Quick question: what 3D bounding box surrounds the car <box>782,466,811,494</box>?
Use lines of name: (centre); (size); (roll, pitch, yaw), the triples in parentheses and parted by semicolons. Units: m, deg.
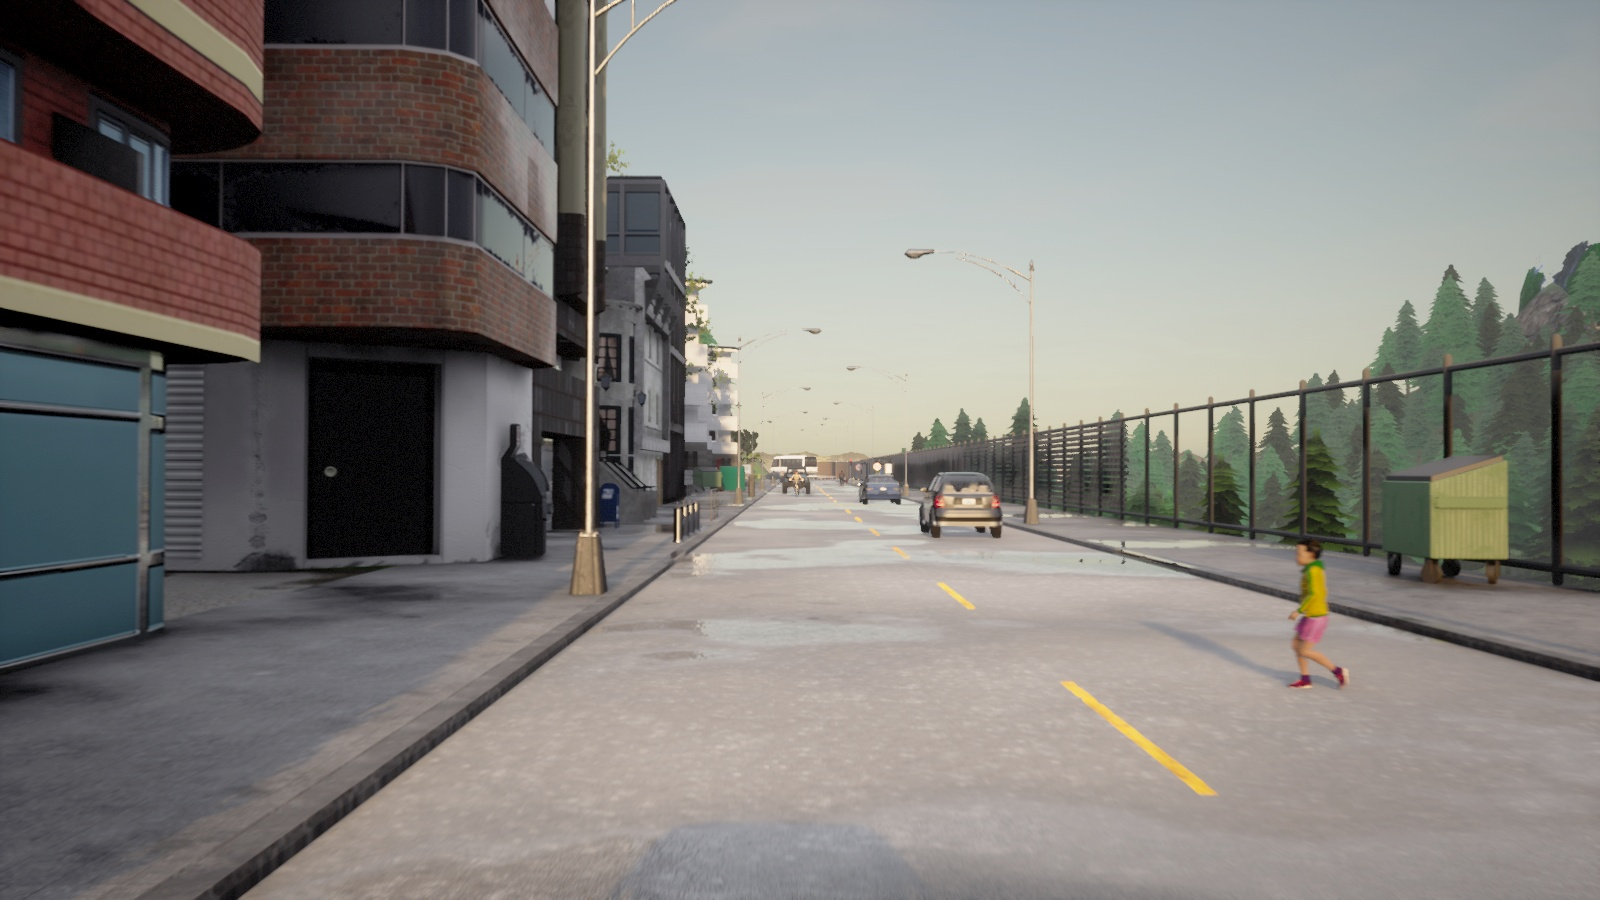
car: (-0.221, 2.048, 85.811); (1.905, 1.878, 3.866); (0, -1, 0)

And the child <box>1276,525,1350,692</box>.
child: (3.710, 1.132, 9.094); (0.473, 1.160, 0.299); (-1, -1, 22)

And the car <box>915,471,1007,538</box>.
car: (3.918, 1.298, 31.110); (1.789, 1.549, 3.705); (0, -1, 0)

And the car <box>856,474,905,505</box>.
car: (3.843, 1.862, 60.662); (2.033, 1.411, 5.357); (0, -1, 0)
